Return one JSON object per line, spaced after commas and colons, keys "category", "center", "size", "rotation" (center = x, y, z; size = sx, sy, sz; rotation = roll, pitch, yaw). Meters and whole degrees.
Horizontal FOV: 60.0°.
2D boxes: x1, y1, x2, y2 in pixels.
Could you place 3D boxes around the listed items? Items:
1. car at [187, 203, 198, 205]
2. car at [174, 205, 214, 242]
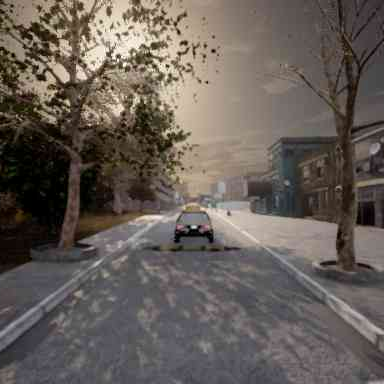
{"category": "car", "center": [0.090, 2.156, 42.672], "size": [1.882, 1.535, 5.008], "rotation": [0, -2, 0]}
{"category": "car", "center": [0.094, 1.595, 16.745], "size": [2.033, 1.411, 5.357], "rotation": [0, -1, 0]}
